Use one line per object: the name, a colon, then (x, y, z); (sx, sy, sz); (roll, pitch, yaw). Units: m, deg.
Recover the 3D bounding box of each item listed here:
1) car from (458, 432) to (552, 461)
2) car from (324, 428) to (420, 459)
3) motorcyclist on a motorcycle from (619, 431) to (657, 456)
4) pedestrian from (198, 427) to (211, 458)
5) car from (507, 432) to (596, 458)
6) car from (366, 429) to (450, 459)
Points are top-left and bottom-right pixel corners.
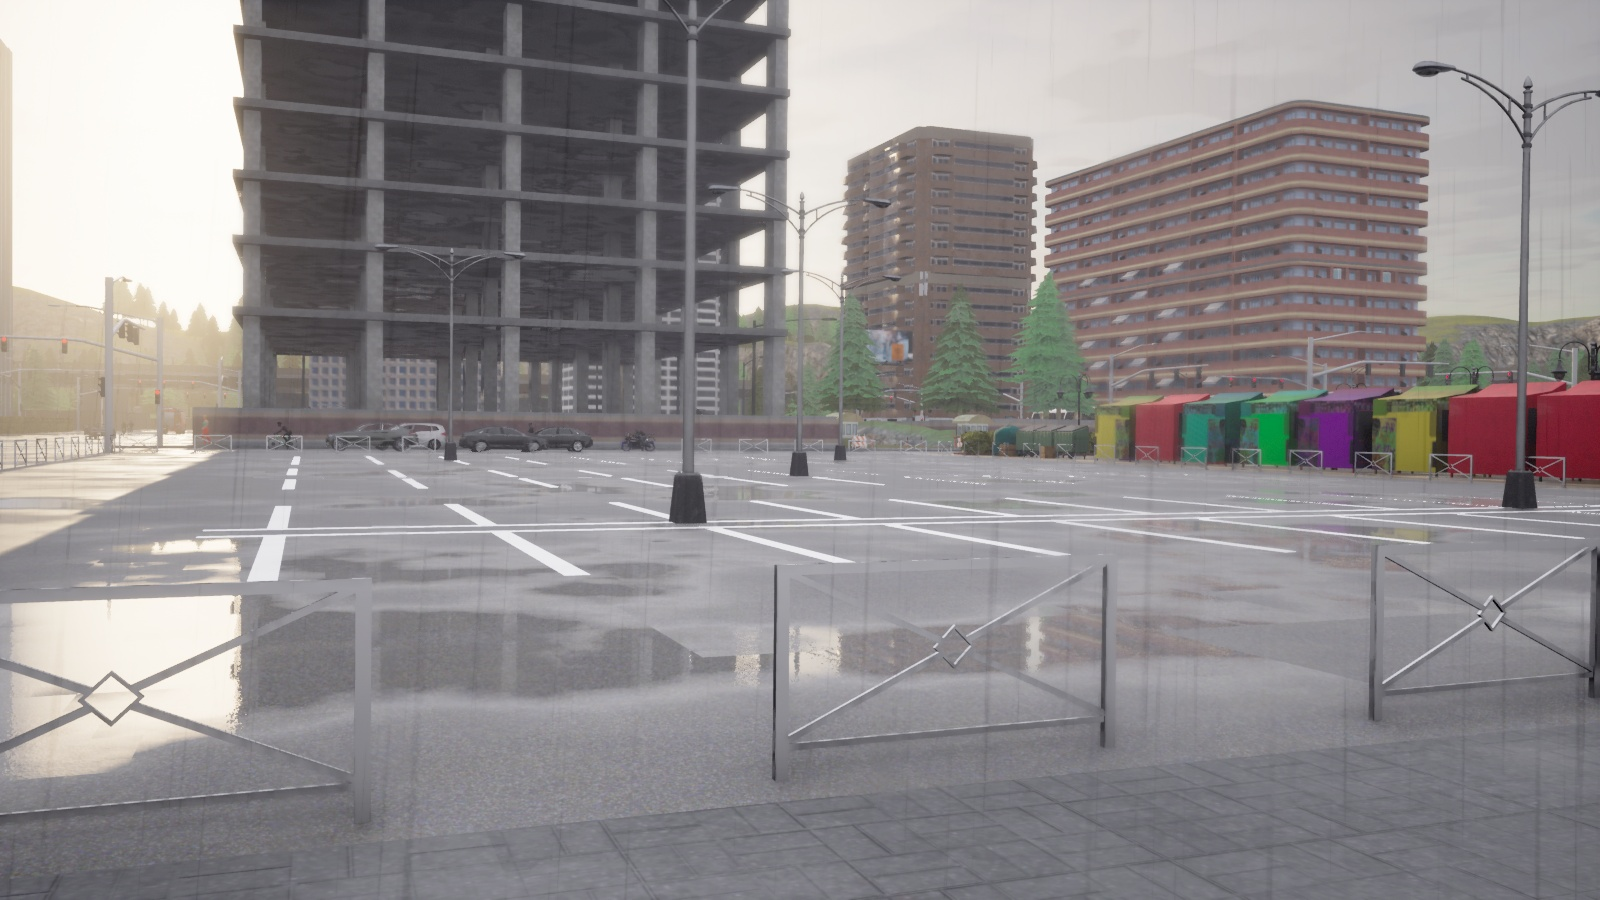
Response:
car: (-16.526, -0.220, 70.434); (4.892, 1.490, 1.837); (-1, 1, -22)
car: (-24.227, -0.374, 71.120); (5.027, 1.651, 2.152); (-1, 1, -22)
motorcyclist on a motorcycle: (-10.375, -0.419, 80.431); (2.191, 1.530, 0.866); (-1, 1, -22)
pedestrian: (-35.345, -0.434, 74.541); (0.345, 1.836, 0.594); (0, 1, 36)
car: (-14.821, -0.311, 74.886); (4.892, 1.490, 1.837); (-1, 1, -22)
car: (-23.501, -0.382, 75.183); (4.611, 1.667, 2.242); (-1, 1, -22)
